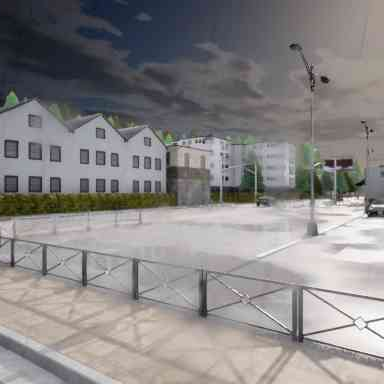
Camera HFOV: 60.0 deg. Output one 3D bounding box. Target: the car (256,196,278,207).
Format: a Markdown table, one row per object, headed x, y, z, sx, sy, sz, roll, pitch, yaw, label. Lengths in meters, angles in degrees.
| x | y | z | sx | sy | sz | roll | pitch | yaw | label |
| --- | --- | --- | --- | --- | --- | --- | --- | --- | --- |
| 10.673 | 1.313 | 47.132 | 1.837 | 1.490 | 4.892 | 0 | 0 | 32 | car |

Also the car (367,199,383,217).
| x | y | z | sx | sy | sz | roll | pitch | yaw | label |
| --- | --- | --- | --- | --- | --- | --- | --- | --- | --- |
| 15.421 | 1.298 | 26.811 | 2.007 | 1.523 | 4.514 | 0 | 0 | 35 | car |
